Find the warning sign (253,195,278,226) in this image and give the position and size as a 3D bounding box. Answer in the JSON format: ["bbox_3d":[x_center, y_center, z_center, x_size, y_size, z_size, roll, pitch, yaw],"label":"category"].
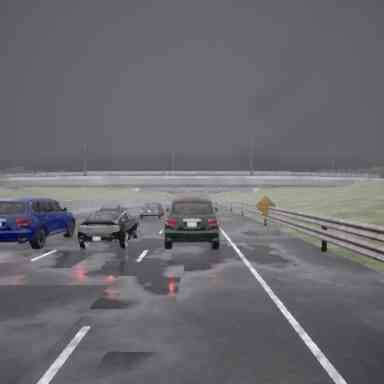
[{"bbox_3d":[4.550,1.143,20.564,1.300,1.860,1.060,0,0,0],"label":"warning sign"}]

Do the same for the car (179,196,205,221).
[{"bbox_3d":[0.000,1.347,29.688,2.150,2.045,5.566,0,-1,0],"label":"car"}]

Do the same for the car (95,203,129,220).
[{"bbox_3d":[-7.000,1.705,29.684,1.895,1.301,4.718,0,-1,0],"label":"car"}]

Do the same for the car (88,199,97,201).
[{"bbox_3d":[-23.077,2.313,77.466,1.812,1.442,4.674,0,-1,3],"label":"car"}]

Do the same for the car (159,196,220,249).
[{"bbox_3d":[0.000,1.268,14.682,2.150,2.045,5.566,0,0,0],"label":"car"}]

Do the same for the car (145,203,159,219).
[{"bbox_3d":[-3.500,1.652,29.655,2.033,1.411,5.357,0,-1,0],"label":"car"}]

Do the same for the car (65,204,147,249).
[{"bbox_3d":[-3.500,1.505,14.651,2.128,1.511,4.902,0,0,0],"label":"car"}]

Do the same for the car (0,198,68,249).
[{"bbox_3d":[-7.000,1.268,14.682,2.150,2.045,5.566,0,0,0],"label":"car"}]
